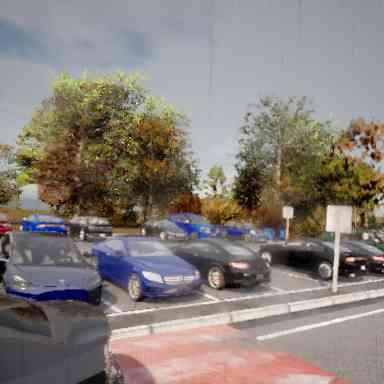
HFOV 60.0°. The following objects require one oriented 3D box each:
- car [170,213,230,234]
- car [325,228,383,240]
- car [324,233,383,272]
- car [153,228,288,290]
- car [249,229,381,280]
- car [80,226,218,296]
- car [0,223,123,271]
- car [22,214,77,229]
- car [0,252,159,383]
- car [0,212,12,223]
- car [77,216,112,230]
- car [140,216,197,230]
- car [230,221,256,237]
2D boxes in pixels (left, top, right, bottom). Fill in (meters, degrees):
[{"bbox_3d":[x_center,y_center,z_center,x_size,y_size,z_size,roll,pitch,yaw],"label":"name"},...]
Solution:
[{"bbox_3d":[0.020,2.846,26.700,2.435,2.045,5.566,7,-4,-36],"label":"car"},{"bbox_3d":[9.841,3.089,18.287,2.435,2.045,5.566,6,-4,-36],"label":"car"},{"bbox_3d":[7.526,3.120,16.643,2.002,1.452,4.674,7,-4,-36],"label":"car"},{"bbox_3d":[0.685,2.335,11.695,2.002,1.452,4.674,7,-4,-36],"label":"car"},{"bbox_3d":[5.249,2.819,14.993,2.097,1.535,5.008,7,-4,-36],"label":"car"},{"bbox_3d":[-1.598,2.071,10.051,2.002,1.452,4.674,7,-4,-36],"label":"car"},{"bbox_3d":[-3.858,1.797,8.376,2.163,1.488,4.792,7,-4,-36],"label":"car"},{"bbox_3d":[-9.022,2.059,20.183,2.097,1.535,5.008,7,-4,-36],"label":"car"},{"bbox_3d":[-2.785,1.433,1.700,4.892,1.490,1.837,1,-1,-35],"label":"car"},{"bbox_3d":[-11.300,1.796,18.535,2.097,1.535,5.008,7,-4,-36],"label":"car"},{"bbox_3d":[-6.745,2.324,21.831,2.231,1.521,4.892,7,-4,-36],"label":"car"},{"bbox_3d":[-2.197,2.848,25.138,2.231,1.521,4.892,7,-4,-36],"label":"car"},{"bbox_3d":[4.695,3.494,30.039,2.185,1.767,4.553,7,-4,-36],"label":"car"}]
